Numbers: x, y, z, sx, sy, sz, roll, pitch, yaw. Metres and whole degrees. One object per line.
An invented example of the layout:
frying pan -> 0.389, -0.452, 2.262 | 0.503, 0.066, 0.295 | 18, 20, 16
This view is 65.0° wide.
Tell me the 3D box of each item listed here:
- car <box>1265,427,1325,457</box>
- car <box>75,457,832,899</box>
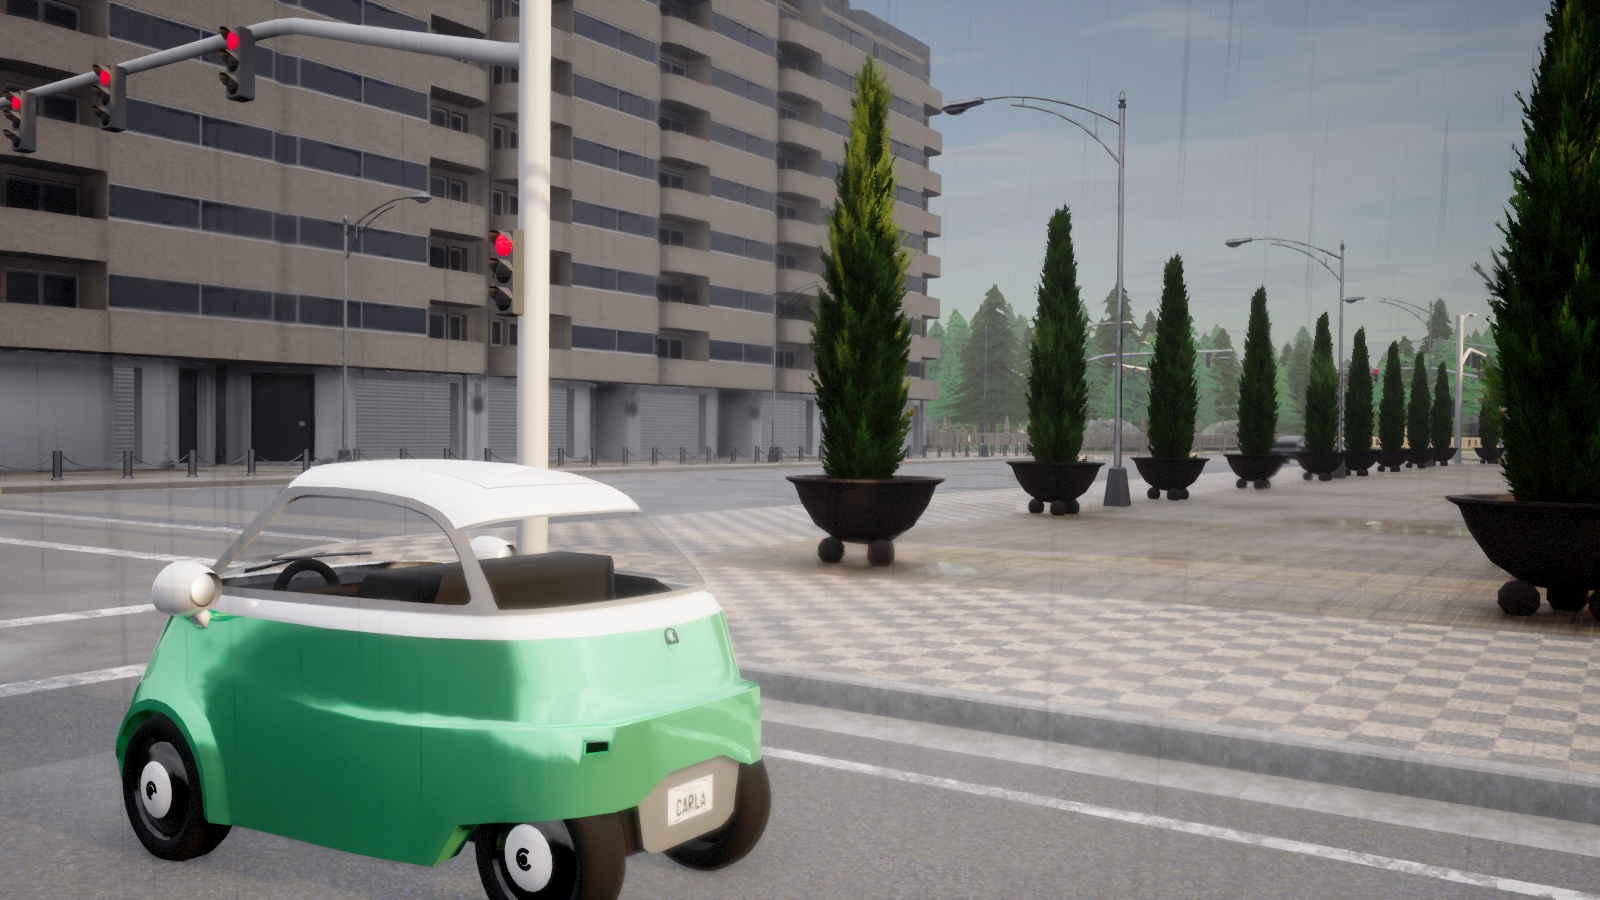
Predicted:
car -> 25.735, -0.442, 65.164 | 1.837, 1.490, 4.892 | 0, 1, 34
car -> -1.218, 0.737, 4.433 | 2.207, 1.376, 1.481 | 0, 1, 34
